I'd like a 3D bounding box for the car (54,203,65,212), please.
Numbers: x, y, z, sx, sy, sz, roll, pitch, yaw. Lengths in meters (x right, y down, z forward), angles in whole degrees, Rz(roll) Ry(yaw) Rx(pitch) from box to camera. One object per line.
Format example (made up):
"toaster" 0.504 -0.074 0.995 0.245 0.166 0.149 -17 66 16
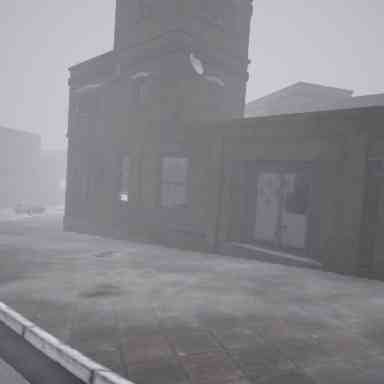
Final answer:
"car" -18.590 2.393 50.767 2.033 1.411 5.357 4 -1 16

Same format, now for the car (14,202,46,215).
"car" -19.752 2.018 40.853 2.128 1.511 4.902 4 -2 3
